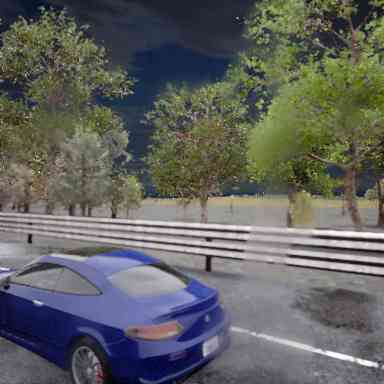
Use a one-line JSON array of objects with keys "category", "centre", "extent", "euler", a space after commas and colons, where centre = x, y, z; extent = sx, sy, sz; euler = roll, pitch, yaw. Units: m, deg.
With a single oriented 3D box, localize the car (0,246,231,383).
[{"category": "car", "centre": [-1.658, 1.575, 5.070], "extent": [4.674, 1.442, 1.812], "euler": [-1, 0, 36]}]
